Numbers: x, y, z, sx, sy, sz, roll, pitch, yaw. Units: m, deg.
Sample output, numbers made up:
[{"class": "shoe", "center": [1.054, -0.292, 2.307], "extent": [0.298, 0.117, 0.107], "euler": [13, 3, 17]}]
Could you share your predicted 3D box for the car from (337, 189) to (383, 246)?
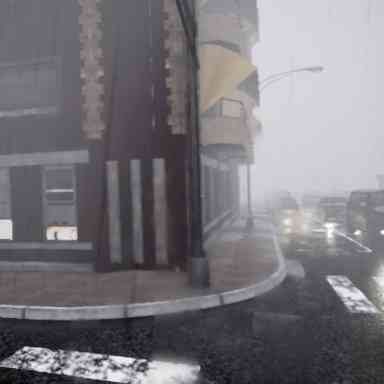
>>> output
[{"class": "car", "center": [7.946, 0.885, 13.731], "extent": [2.150, 2.045, 5.566], "euler": [-2, 0, 11]}]

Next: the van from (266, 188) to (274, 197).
[{"class": "van", "center": [14.381, 0.422, 58.017], "extent": [1.690, 1.788, 3.998], "euler": [-2, 0, 12]}]

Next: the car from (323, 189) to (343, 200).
[{"class": "car", "center": [21.434, 0.380, 50.834], "extent": [1.967, 1.590, 4.097], "euler": [-2, 0, 12]}]

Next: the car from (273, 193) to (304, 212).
[{"class": "car", "center": [8.711, 1.065, 30.367], "extent": [1.947, 1.339, 4.313], "euler": [-2, 0, 12]}]

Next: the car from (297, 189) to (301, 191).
[{"class": "car", "center": [28.281, -0.035, 84.008], "extent": [2.008, 1.369, 4.403], "euler": [-2, 0, 12]}]

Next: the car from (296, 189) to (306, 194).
[{"class": "car", "center": [29.417, -0.125, 89.538], "extent": [2.008, 1.369, 4.403], "euler": [-2, 0, 12]}]

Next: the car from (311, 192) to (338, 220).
[{"class": "car", "center": [9.921, 1.002, 23.325], "extent": [1.882, 1.535, 5.008], "euler": [-2, 0, 12]}]

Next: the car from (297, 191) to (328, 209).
[{"class": "car", "center": [12.055, 0.919, 33.703], "extent": [2.033, 1.411, 5.357], "euler": [-2, 1, 11]}]

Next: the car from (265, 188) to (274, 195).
[{"class": "car", "center": [21.195, -0.134, 91.197], "extent": [2.192, 1.841, 5.009], "euler": [-2, 0, 12]}]

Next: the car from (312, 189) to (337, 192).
[{"class": "car", "center": [17.106, 0.693, 42.414], "extent": [2.033, 1.411, 5.357], "euler": [-2, 1, 11]}]

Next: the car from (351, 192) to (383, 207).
[{"class": "car", "center": [18.025, 0.736, 34.247], "extent": [1.887, 1.381, 4.507], "euler": [-2, 0, 12]}]

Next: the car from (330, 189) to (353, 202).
[{"class": "car", "center": [20.293, 0.465, 45.305], "extent": [1.967, 1.590, 4.097], "euler": [-2, 0, 12]}]

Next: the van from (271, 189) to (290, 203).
[{"class": "van", "center": [9.837, 0.759, 35.896], "extent": [1.690, 1.788, 3.998], "euler": [-2, 0, 12]}]

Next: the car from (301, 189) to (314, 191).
[{"class": "car", "center": [19.167, 0.340, 52.836], "extent": [2.097, 1.767, 4.553], "euler": [-2, 1, 12]}]

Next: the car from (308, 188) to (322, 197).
[{"class": "car", "center": [24.872, 0.120, 67.417], "extent": [1.967, 1.590, 4.097], "euler": [-2, 0, 12]}]

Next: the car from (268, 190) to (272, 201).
[{"class": "car", "center": [12.117, 0.796, 46.956], "extent": [1.887, 1.381, 4.507], "euler": [-2, 0, 12]}]

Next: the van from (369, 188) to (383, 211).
[{"class": "van", "center": [16.881, 0.614, 28.716], "extent": [1.690, 1.788, 3.998], "euler": [-2, 0, 12]}]
